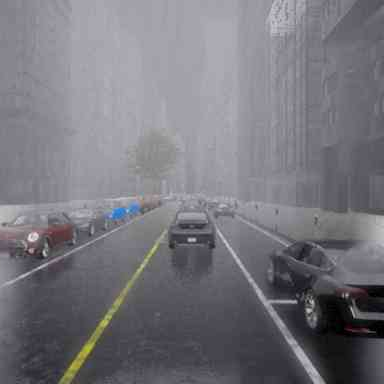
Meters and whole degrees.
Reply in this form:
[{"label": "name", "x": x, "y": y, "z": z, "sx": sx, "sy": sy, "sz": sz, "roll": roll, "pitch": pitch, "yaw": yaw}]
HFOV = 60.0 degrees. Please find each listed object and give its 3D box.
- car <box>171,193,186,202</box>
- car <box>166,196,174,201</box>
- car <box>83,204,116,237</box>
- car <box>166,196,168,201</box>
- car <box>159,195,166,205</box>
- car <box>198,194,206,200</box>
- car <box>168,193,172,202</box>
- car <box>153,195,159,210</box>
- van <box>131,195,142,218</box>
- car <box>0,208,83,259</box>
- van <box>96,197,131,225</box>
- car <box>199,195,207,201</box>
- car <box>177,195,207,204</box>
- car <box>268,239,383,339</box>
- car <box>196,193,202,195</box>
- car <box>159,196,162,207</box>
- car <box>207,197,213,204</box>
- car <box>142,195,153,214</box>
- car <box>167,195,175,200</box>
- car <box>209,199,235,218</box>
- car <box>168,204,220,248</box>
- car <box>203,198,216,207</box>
[{"label": "car", "x": -3.000, "y": 1.498, "z": 75.956, "sx": 2.128, "sy": 1.511, "sz": 4.902, "roll": 0, "pitch": 0, "yaw": 0}, {"label": "car", "x": -5.764, "y": 1.603, "z": 86.046, "sx": 1.802, "sy": 1.307, "sz": 4.206, "roll": 0, "pitch": 0, "yaw": 0}, {"label": "car", "x": -5.763, "y": 1.549, "z": 17.916, "sx": 2.008, "sy": 1.369, "sz": 4.403, "roll": 0, "pitch": 0, "yaw": 0}, {"label": "car", "x": -5.763, "y": 1.555, "z": 57.658, "sx": 2.008, "sy": 1.369, "sz": 4.403, "roll": 0, "pitch": 0, "yaw": 0}, {"label": "car", "x": -5.764, "y": 1.318, "z": 51.981, "sx": 2.192, "sy": 1.841, "sz": 5.009, "roll": 0, "pitch": 0, "yaw": 0}, {"label": "car", "x": 2.761, "y": 1.465, "z": 91.731, "sx": 1.967, "sy": 1.590, "sz": 4.097, "roll": 0, "pitch": 0, "yaw": 0}, {"label": "car", "x": -5.764, "y": 1.542, "z": 80.198, "sx": 1.752, "sy": 1.417, "sz": 4.829, "roll": 0, "pitch": 0, "yaw": 0}, {"label": "car", "x": -5.763, "y": 1.316, "z": 40.627, "sx": 2.192, "sy": 1.841, "sz": 5.009, "roll": 0, "pitch": 0, "yaw": 0}, {"label": "van", "x": -5.763, "y": 1.340, "z": 29.271, "sx": 1.690, "sy": 1.788, "sz": 3.998, "roll": 0, "pitch": 0, "yaw": 0}, {"label": "car", "x": -5.763, "y": 1.438, "z": 12.239, "sx": 1.967, "sy": 1.590, "sz": 4.097, "roll": 0, "pitch": 0, "yaw": 0}, {"label": "van", "x": -5.763, "y": 1.340, "z": 23.594, "sx": 1.690, "sy": 1.788, "sz": 3.998, "roll": 0, "pitch": 0, "yaw": 0}, {"label": "car", "x": 2.761, "y": 1.572, "z": 86.054, "sx": 2.008, "sy": 1.369, "sz": 4.403, "roll": 0, "pitch": 0, "yaw": 0}, {"label": "car", "x": 0.000, "y": 1.366, "z": 29.621, "sx": 2.097, "sy": 1.767, "sz": 4.553, "roll": 0, "pitch": 0, "yaw": 0}, {"label": "car", "x": 2.762, "y": 1.564, "z": 6.567, "sx": 1.947, "sy": 1.339, "sz": 4.313, "roll": 0, "pitch": 0, "yaw": 0}, {"label": "car", "x": 2.387, "y": 1.363, "z": 70.047, "sx": 2.097, "sy": 1.767, "sz": 4.553, "roll": 0, "pitch": 0, "yaw": 0}, {"label": "car", "x": -5.763, "y": 1.567, "z": 46.304, "sx": 1.947, "sy": 1.339, "sz": 4.313, "roll": 0, "pitch": 0, "yaw": 0}, {"label": "car", "x": 2.762, "y": 1.552, "z": 40.633, "sx": 2.008, "sy": 1.369, "sz": 4.403, "roll": 0, "pitch": 0, "yaw": 0}, {"label": "car", "x": -5.763, "y": 1.315, "z": 34.949, "sx": 2.192, "sy": 1.841, "sz": 5.009, "roll": 0, "pitch": 0, "yaw": 0}, {"label": "car", "x": -5.764, "y": 1.607, "z": 91.723, "sx": 1.802, "sy": 1.307, "sz": 4.206, "roll": 0, "pitch": 0, "yaw": 0}, {"label": "car", "x": 2.762, "y": 1.581, "z": 29.278, "sx": 1.802, "sy": 1.307, "sz": 4.206, "roll": 0, "pitch": 0, "yaw": 0}, {"label": "car", "x": 0.000, "y": 1.515, "z": 14.651, "sx": 1.837, "sy": 1.490, "sz": 4.892, "roll": 0, "pitch": 0, "yaw": 0}, {"label": "car", "x": 2.762, "y": 1.585, "z": 51.988, "sx": 1.802, "sy": 1.307, "sz": 4.206, "roll": 0, "pitch": 0, "yaw": 0}]
